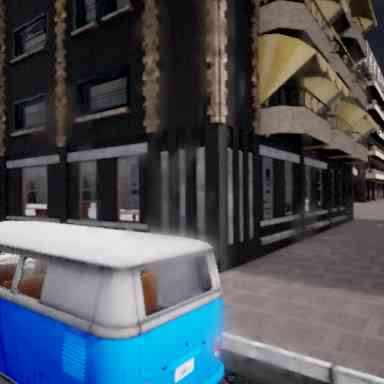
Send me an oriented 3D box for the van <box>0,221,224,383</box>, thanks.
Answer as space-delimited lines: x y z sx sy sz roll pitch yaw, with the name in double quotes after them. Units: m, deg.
-1.566 1.318 4.021 3.998 1.788 1.690 0 -1 36 "van"
